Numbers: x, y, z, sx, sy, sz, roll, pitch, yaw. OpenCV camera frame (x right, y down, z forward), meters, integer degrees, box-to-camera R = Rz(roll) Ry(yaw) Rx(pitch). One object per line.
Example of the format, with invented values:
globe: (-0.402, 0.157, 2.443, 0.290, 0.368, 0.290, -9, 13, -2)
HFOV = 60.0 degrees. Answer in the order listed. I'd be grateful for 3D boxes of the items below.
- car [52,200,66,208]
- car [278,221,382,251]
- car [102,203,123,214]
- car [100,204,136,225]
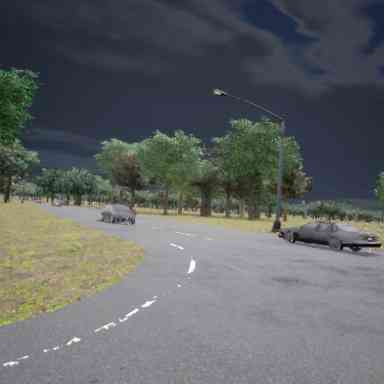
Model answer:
car: (-27.540, 2.384, 67.804, 2.128, 1.511, 4.902, 5, -3, -22)
car: (7.130, 2.274, 17.827, 2.033, 1.411, 5.357, 6, -3, -29)
car: (-12.561, 2.614, 52.288, 1.812, 1.442, 4.674, 6, -3, -30)
car: (-5.993, 1.763, 26.746, 1.837, 1.490, 4.892, 6, -3, -30)
